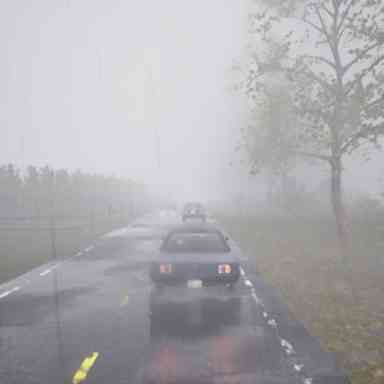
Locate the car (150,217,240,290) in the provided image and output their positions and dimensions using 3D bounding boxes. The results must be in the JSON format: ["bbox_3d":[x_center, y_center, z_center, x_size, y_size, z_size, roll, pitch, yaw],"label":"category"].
[{"bbox_3d":[0.087,1.610,9.068,1.895,1.301,4.718,0,0,1],"label":"car"}]

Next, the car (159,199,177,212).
[{"bbox_3d":[-2.763,1.576,39.571,1.994,1.385,4.181,0,0,0],"label":"car"}]

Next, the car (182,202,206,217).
[{"bbox_3d":[0.141,1.562,27.659,2.033,1.411,5.357,0,0,0],"label":"car"}]
